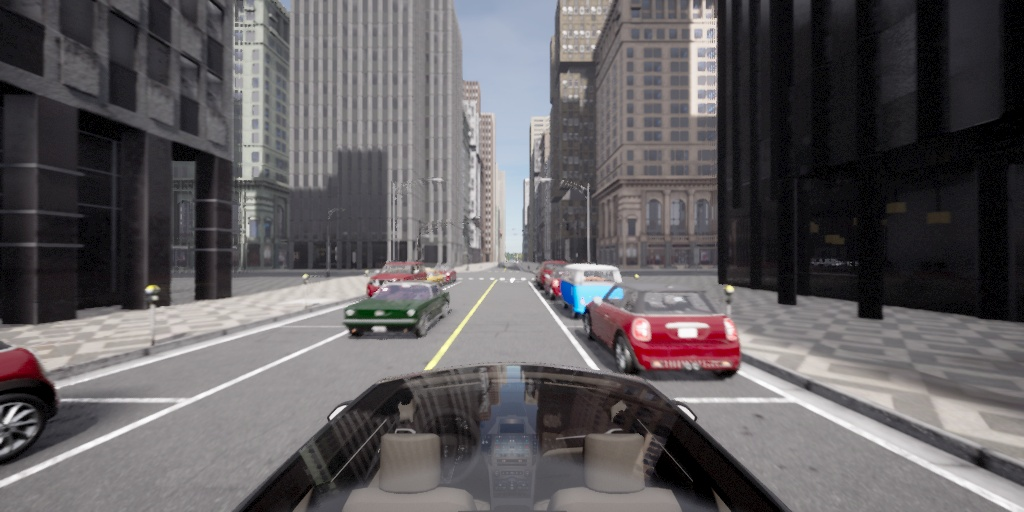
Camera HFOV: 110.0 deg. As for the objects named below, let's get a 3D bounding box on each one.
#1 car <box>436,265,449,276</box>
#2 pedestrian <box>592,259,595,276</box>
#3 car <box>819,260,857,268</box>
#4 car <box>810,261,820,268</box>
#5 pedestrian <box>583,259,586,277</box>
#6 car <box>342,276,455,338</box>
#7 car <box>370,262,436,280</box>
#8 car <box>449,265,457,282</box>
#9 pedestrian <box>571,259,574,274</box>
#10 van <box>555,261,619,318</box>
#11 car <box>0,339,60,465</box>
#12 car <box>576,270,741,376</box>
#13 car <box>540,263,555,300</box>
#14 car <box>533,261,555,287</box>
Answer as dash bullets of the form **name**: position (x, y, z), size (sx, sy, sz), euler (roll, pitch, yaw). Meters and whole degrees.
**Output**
- **car**: position (-5.766, 1.482, 24.191), size (1.751, 1.417, 4.829), euler (0, 0, 0)
- **pedestrian**: position (8.130, 1.218, 36.054), size (0.375, 1.860, 0.375), euler (0, 0, 0)
- **car**: position (39.738, 1.541, 42.192), size (4.892, 1.490, 1.837), euler (-1, 0, 0)
- **car**: position (39.540, 1.652, 45.444), size (4.718, 1.301, 1.895), euler (0, 0, 0)
- **pedestrian**: position (7.130, 1.206, 35.453), size (0.375, 1.860, 0.375), euler (0, 0, 0)
- **car**: position (-3.101, 1.432, 10.609), size (1.895, 1.301, 4.718), euler (0, -1, 0)
- **car**: position (-5.766, 1.220, 18.759), size (2.192, 1.841, 5.009), euler (0, 0, 0)
- **car**: position (-5.767, 1.448, 29.963), size (1.967, 1.591, 4.097), euler (0, 0, 0)
- **pedestrian**: position (6.130, 1.216, 36.654), size (0.375, 1.860, 0.375), euler (0, 0, 0)
- **van**: position (2.760, 1.196, 13.161), size (1.690, 1.789, 3.998), euler (0, 0, 0)
- **car**: position (-5.763, 1.191, 1.953), size (1.967, 1.591, 4.097), euler (0, 0, 0)
- **car**: position (2.761, 1.243, 7.559), size (1.967, 1.591, 4.097), euler (0, 0, 0)
- **car**: position (2.760, 1.346, 18.762), size (1.967, 1.591, 4.097), euler (0, 0, 0)
- **car**: position (2.759, 1.272, 24.364), size (2.192, 1.841, 5.009), euler (0, 0, 0)
